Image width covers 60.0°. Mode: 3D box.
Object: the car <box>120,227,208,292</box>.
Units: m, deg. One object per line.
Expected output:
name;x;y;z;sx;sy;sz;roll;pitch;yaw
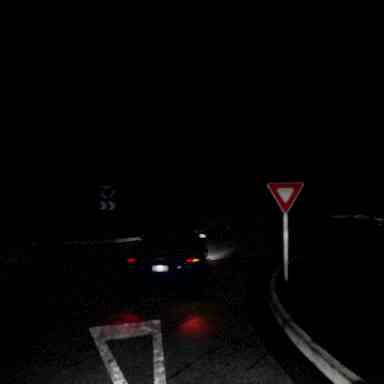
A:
car;-0.579;1.661;9.269;1.994;1.385;4.181;0;-1;3

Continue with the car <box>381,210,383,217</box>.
car;20.970;1.704;32.614;5.008;1.535;1.882;-1;0;-15
